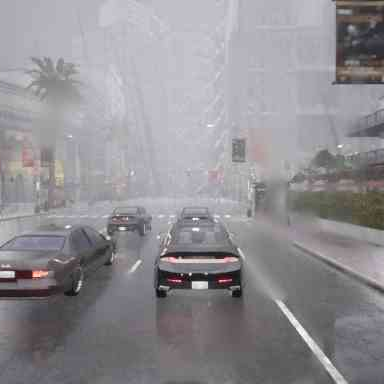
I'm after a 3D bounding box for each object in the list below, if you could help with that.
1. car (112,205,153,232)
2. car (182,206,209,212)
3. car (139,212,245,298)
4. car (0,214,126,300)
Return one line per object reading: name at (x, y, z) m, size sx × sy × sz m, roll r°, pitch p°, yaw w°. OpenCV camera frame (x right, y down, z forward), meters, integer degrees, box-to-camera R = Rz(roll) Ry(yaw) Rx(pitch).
car at (-3.316, 1.505, 18.315) m, size 1.837 × 1.490 × 4.892 m, roll 0°, pitch 0°, yaw 0°
car at (0.180, 1.505, 17.935) m, size 1.837 × 1.490 × 4.892 m, roll 0°, pitch 0°, yaw 0°
car at (0.148, 1.492, 8.518) m, size 2.128 × 1.511 × 4.902 m, roll 0°, pitch 0°, yaw 0°
car at (-3.359, 1.547, 8.571) m, size 2.033 × 1.411 × 5.357 m, roll 0°, pitch 0°, yaw 0°
